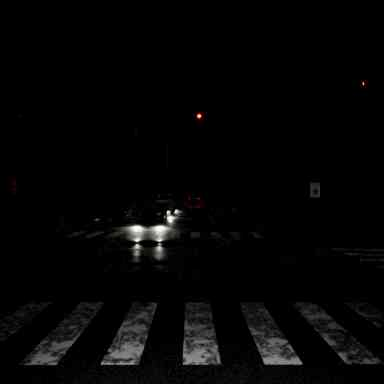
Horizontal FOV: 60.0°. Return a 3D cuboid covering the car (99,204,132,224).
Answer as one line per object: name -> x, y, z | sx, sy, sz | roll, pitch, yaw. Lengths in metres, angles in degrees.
car -> -5.656, 1.576, 25.196 | 1.947, 1.339, 4.313 | 0, 0, 0

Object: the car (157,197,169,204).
car -> -5.488, 1.635, 63.394 | 1.802, 1.307, 4.206 | 0, 0, 0

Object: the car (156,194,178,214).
car -> -2.946, 1.243, 35.664 | 2.150, 2.045, 5.566 | 0, 0, 0

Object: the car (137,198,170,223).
car -> -2.992, 1.489, 25.598 | 1.882, 1.535, 5.008 | 0, 0, 0

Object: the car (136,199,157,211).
car -> -5.584, 1.579, 41.566 | 2.008, 1.369, 4.403 | 0, 0, 0

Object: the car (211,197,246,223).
car -> 2.869, 1.326, 25.168 | 2.192, 1.841, 5.009 | 0, 0, 0

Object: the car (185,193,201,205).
car -> 0.357, 1.270, 59.370 | 2.150, 2.045, 5.566 | 0, 0, 0

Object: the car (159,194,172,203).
car -> -5.464, 1.374, 68.852 | 2.192, 1.841, 5.009 | 0, 0, 0

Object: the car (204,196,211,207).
car -> 2.941, 1.579, 41.536 | 2.008, 1.369, 4.403 | 0, 0, 0

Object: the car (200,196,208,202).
car -> 2.684, 1.573, 75.824 | 1.837, 1.490, 4.892 | 0, 0, 0

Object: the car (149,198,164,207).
car -> -5.536, 1.622, 52.480 | 1.802, 1.307, 4.206 | 0, 0, 0

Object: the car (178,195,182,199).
car -> -2.891, 1.525, 46.108 | 2.128, 1.511, 4.902 | 0, 0, 0

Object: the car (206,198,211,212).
car -> 2.917, 1.588, 36.080 | 1.947, 1.339, 4.313 | 0, 0, 0

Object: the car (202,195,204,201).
car -> 2.989, 1.481, 52.449 | 1.967, 1.590, 4.097 | 0, 0, 0

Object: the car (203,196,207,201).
car -> 2.965, 1.585, 46.993 | 2.008, 1.369, 4.403 | 0, 0, 0
